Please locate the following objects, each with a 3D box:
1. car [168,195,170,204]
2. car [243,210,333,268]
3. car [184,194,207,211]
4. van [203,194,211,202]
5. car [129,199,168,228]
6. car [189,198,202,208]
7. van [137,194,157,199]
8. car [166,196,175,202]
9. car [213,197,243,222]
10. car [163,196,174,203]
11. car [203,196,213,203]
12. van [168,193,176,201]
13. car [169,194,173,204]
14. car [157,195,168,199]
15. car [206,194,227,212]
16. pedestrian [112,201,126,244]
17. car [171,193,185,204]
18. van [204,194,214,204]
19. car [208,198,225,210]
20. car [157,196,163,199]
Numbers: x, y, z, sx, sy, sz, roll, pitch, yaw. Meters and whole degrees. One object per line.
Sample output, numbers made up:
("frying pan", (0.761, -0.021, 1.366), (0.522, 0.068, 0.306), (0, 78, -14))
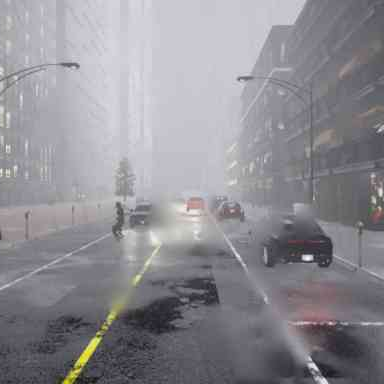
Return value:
("car", (-5.162, 1.553, 54.468), (1.802, 1.307, 4.206), (1, 0, 1))
("car", (3.108, 1.505, 11.296), (1.837, 1.490, 4.892), (0, 0, 1))
("car", (0.464, 1.339, 39.726), (2.097, 1.767, 4.553), (0, 0, 0))
("van", (3.438, 1.281, 76.997), (1.690, 1.788, 3.998), (1, 0, 1))
("car", (-2.886, 1.497, 22.141), (1.837, 1.490, 4.892), (0, 1, 1))
("car", (0.498, 1.578, 49.473), (1.895, 1.301, 4.718), (0, 0, 1))
("van", (-5.322, 1.329, 37.530), (1.690, 1.788, 3.998), (1, 0, 1))
("car", (-4.945, 1.522, 77.053), (1.802, 1.307, 4.206), (1, 0, 1))
("car", (2.949, 1.435, 26.180), (1.967, 1.590, 4.097), (1, 0, 1))
("car", (-4.999, 1.500, 71.407), (2.008, 1.369, 4.403), (1, 0, 1))
("car", (3.382, 1.500, 71.352), (2.008, 1.369, 4.403), (1, 0, 1))
("van", (-4.888, 1.272, 82.699), (1.690, 1.788, 3.998), (1, 0, 1))
("car", (-5.107, 1.530, 60.115), (1.947, 1.339, 4.313), (1, 0, 1))
("car", (-5.213, 1.293, 48.823), (2.192, 1.841, 5.009), (1, 0, 1))
("car", (3.059, 1.304, 37.472), (2.192, 1.841, 5.009), (1, 0, 1))
("pedestrian", (-3.136, 1.292, 14.308), (0.375, 1.860, 0.375), (1, -1, 1))
("car", (-2.458, 1.178, 62.496), (2.150, 2.045, 5.566), (0, 0, 1))
("van", (3.329, 1.298, 65.704), (1.690, 1.788, 3.998), (1, 0, 1))
("car", (3.111, 1.528, 43.120), (1.887, 1.381, 4.507), (1, 0, 1))
("car", (-5.270, 1.528, 43.177), (1.887, 1.381, 4.507), (1, 0, 1))
